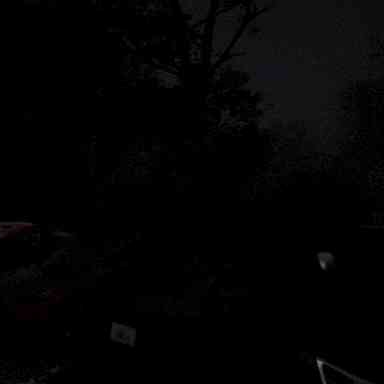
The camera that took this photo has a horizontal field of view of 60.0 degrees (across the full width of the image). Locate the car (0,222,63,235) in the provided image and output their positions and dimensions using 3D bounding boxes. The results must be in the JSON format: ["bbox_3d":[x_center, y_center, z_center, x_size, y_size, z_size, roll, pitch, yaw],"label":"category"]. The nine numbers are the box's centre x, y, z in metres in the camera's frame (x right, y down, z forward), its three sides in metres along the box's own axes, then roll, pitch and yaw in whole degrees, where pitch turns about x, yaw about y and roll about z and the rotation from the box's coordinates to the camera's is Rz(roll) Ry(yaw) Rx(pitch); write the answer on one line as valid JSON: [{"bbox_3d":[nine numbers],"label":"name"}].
[{"bbox_3d":[-3.915,1.582,8.611,2.097,1.535,5.008,-1,-1,36],"label":"car"}]

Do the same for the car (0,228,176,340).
[{"bbox_3d":[-1.664,1.576,6.972,2.163,1.488,4.792,-1,-1,36],"label":"car"}]

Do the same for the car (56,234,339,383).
[{"bbox_3d":[0.635,1.541,5.399,2.163,1.488,4.792,-1,-1,36],"label":"car"}]
